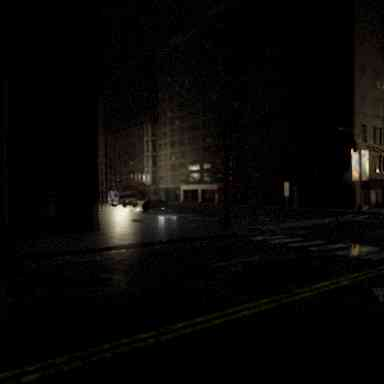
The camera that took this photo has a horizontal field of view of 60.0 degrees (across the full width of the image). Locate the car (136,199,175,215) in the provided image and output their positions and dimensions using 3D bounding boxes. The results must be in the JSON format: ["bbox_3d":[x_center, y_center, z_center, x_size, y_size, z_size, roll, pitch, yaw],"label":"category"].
[{"bbox_3d":[-3.645,1.540,35.096,1.837,1.490,4.892,-1,1,-36],"label":"car"}]

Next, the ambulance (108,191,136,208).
[{"bbox_3d":[-10.461,1.047,50.332,2.351,2.431,6.366,-1,1,-36],"label":"ambulance"}]
